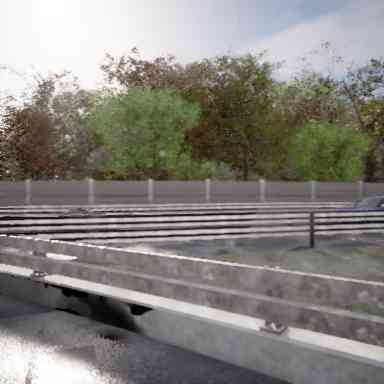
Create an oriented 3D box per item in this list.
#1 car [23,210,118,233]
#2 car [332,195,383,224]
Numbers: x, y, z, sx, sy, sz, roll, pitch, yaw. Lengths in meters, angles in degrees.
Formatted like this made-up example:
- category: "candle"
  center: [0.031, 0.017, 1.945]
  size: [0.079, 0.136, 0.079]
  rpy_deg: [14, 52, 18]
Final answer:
- category: "car"
  center: [-5.668, 1.549, 15.775]
  size: [4.181, 1.385, 1.994]
  rpy_deg: [-1, 0, -9]
- category: "car"
  center: [11.170, 1.221, 19.778]
  size: [5.566, 2.045, 2.150]
  rpy_deg: [-2, 0, -14]
